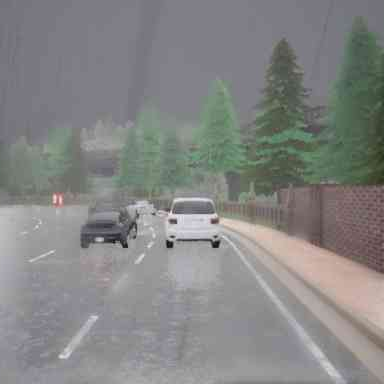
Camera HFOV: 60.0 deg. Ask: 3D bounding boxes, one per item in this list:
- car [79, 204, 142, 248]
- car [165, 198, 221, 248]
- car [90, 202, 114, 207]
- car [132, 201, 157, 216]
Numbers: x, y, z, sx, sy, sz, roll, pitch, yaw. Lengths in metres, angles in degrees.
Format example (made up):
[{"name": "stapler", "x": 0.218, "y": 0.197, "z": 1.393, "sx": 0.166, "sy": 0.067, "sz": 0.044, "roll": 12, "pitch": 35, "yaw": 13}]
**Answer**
[{"name": "car", "x": -3.533, "y": 1.516, "z": 14.728, "sx": 1.837, "sy": 1.490, "sz": 4.892, "roll": 0, "pitch": 0, "yaw": -3}, {"name": "car", "x": -0.038, "y": 1.258, "z": 14.915, "sx": 2.150, "sy": 2.045, "sz": 5.566, "roll": 0, "pitch": 0, "yaw": -3}, {"name": "car", "x": -7.908, "y": 1.563, "z": 29.789, "sx": 2.033, "sy": 1.411, "sz": 5.357, "roll": 0, "pitch": 0, "yaw": -30}, {"name": "car", "x": -4.871, "y": 1.533, "z": 31.530, "sx": 1.812, "sy": 1.442, "sz": 4.674, "roll": 0, "pitch": 0, "yaw": -30}]
